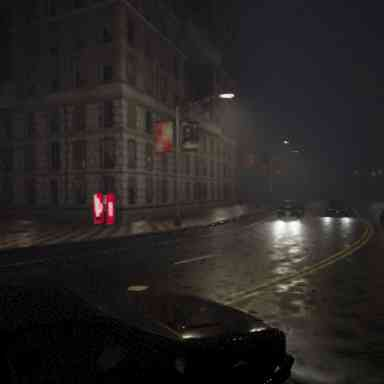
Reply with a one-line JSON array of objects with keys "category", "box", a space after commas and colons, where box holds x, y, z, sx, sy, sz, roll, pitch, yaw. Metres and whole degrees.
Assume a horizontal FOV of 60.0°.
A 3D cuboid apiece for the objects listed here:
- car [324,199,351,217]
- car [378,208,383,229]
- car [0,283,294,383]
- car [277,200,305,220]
[{"category": "car", "box": [13.162, 1.410, 30.106, 1.837, 1.490, 4.892, -1, -1, 24]}, {"category": "car", "box": [12.487, 1.396, 20.133, 2.128, 1.511, 4.902, 0, 0, 27]}, {"category": "car", "box": [-1.456, 1.563, 2.669, 5.357, 1.411, 2.033, 0, 0, -39]}, {"category": "car", "box": [8.380, 1.434, 27.946, 2.128, 1.511, 4.902, 0, 0, 24]}]
